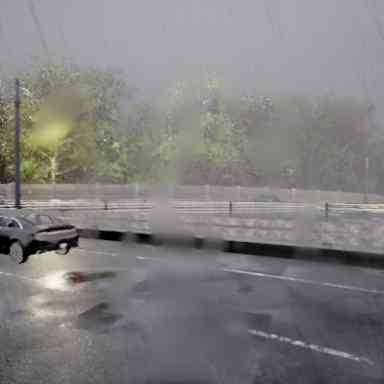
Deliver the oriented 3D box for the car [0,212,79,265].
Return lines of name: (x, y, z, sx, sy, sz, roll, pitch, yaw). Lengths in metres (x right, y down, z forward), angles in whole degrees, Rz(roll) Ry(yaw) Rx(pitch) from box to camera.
car: (-6.145, 1.477, 11.639, 4.902, 1.511, 2.128, 0, 0, 30)

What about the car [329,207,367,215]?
car: (19.308, 2.021, 40.912, 5.357, 1.411, 2.033, 2, -1, -23)

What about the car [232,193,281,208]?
car: (6.914, 1.113, 35.804, 5.566, 2.045, 2.150, 1, 0, -21)
